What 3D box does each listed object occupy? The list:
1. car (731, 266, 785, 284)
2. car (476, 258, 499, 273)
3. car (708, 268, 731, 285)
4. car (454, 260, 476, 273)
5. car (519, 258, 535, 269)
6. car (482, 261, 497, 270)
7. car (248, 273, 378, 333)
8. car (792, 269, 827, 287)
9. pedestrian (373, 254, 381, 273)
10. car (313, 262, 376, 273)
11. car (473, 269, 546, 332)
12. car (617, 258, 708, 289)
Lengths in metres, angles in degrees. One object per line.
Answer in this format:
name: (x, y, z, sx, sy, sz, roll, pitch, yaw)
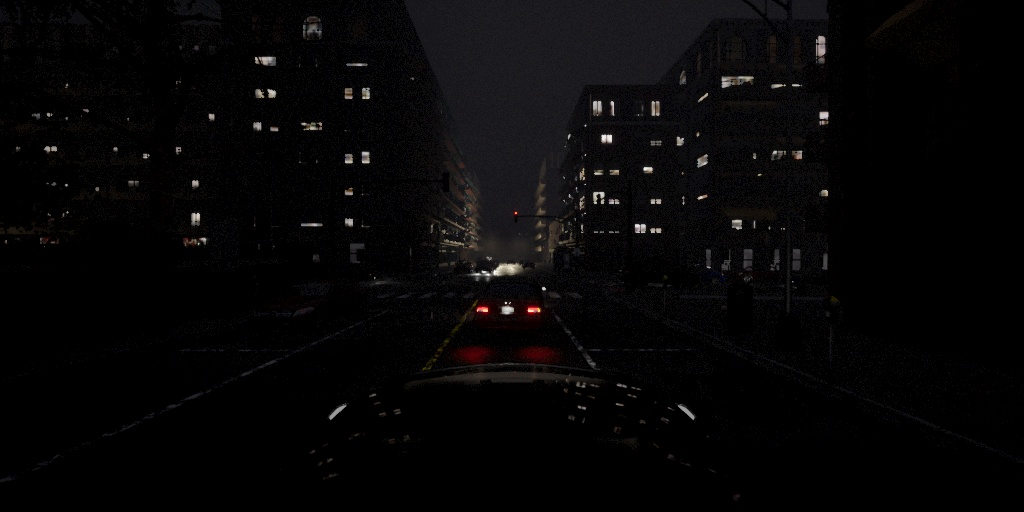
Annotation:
car: (21.289, 1.570, 31.564, 4.097, 1.591, 1.967, 0, 0, -1)
car: (-3.197, 1.296, 43.320, 2.033, 1.411, 5.357, 0, 0, 4)
car: (14.594, 1.552, 28.899, 4.674, 1.442, 1.812, 1, 0, -1)
car: (-5.817, 1.188, 43.042, 1.967, 1.591, 4.097, 0, 0, 0)
car: (2.528, 1.299, 54.341, 2.007, 1.370, 4.403, 0, 0, 0)
car: (-3.239, 1.349, 53.271, 1.895, 1.301, 4.718, 0, 0, 0)
car: (-5.715, 1.331, 10.632, 1.802, 1.307, 4.207, 0, 0, 0)
car: (24.901, 1.809, 29.057, 4.718, 1.301, 1.895, 1, 0, -1)
pedestrian: (-12.812, 0.652, 34.013, 0.375, 1.860, 0.375, 0, -1, -1)
car: (-12.452, 1.121, 25.451, 5.357, 1.411, 2.033, 1, 0, -3)
car: (0.050, 1.297, 10.846, 2.033, 1.411, 5.357, 0, 0, 3)
car: (10.433, 1.195, 25.633, 5.566, 2.045, 2.150, 1, 0, -1)
